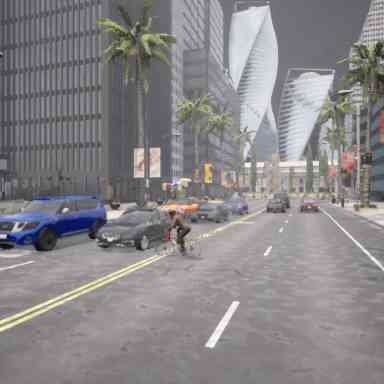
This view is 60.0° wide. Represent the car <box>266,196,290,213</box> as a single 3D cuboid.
[{"bbox_3d":[9.502,1.492,37.422,2.128,1.511,4.902,0,0,18],"label":"car"}]

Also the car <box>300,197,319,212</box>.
[{"bbox_3d":[13.498,1.526,38.367,1.812,1.442,4.674,0,0,18],"label":"car"}]

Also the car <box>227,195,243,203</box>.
[{"bbox_3d":[8.857,1.481,68.224,2.231,1.521,4.892,0,0,18],"label":"car"}]

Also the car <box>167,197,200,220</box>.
[{"bbox_3d":[-0.946,1.351,28.575,2.097,1.767,4.553,0,0,19],"label":"car"}]

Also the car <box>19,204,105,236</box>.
[{"bbox_3d":[-7.373,1.513,19.553,2.161,1.482,4.786,0,0,18],"label":"car"}]

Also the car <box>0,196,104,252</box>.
[{"bbox_3d":[-5.847,1.220,14.439,2.150,2.045,5.566,0,0,18],"label":"car"}]

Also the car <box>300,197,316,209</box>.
[{"bbox_3d":[16.476,1.492,47.471,2.128,1.511,4.902,0,0,18],"label":"car"}]

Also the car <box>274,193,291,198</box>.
[{"bbox_3d":[12.648,1.221,47.001,2.150,2.045,5.566,0,0,19],"label":"car"}]

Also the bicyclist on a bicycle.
[{"bbox_3d":[-0.480,1.455,11.205,1.656,1.620,0.582,-2,-1,19],"label":"bicyclist on a bicycle"}]

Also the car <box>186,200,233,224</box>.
[{"bbox_3d":[1.412,1.564,24.731,1.994,1.385,4.181,0,0,19],"label":"car"}]

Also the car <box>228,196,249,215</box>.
[{"bbox_3d":[4.345,1.352,33.477,2.097,1.767,4.553,0,0,19],"label":"car"}]

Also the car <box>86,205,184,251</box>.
[{"bbox_3d":[-2.183,1.507,14.327,1.837,1.490,4.892,0,0,19],"label":"car"}]
